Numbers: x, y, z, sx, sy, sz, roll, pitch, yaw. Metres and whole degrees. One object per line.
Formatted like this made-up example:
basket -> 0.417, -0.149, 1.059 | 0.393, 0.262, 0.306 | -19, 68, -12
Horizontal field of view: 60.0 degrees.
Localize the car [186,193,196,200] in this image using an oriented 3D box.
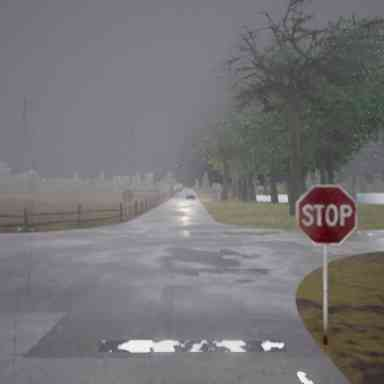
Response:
car -> -0.290, 1.019, 71.435 | 1.837, 1.490, 4.892 | 0, 1, 0
